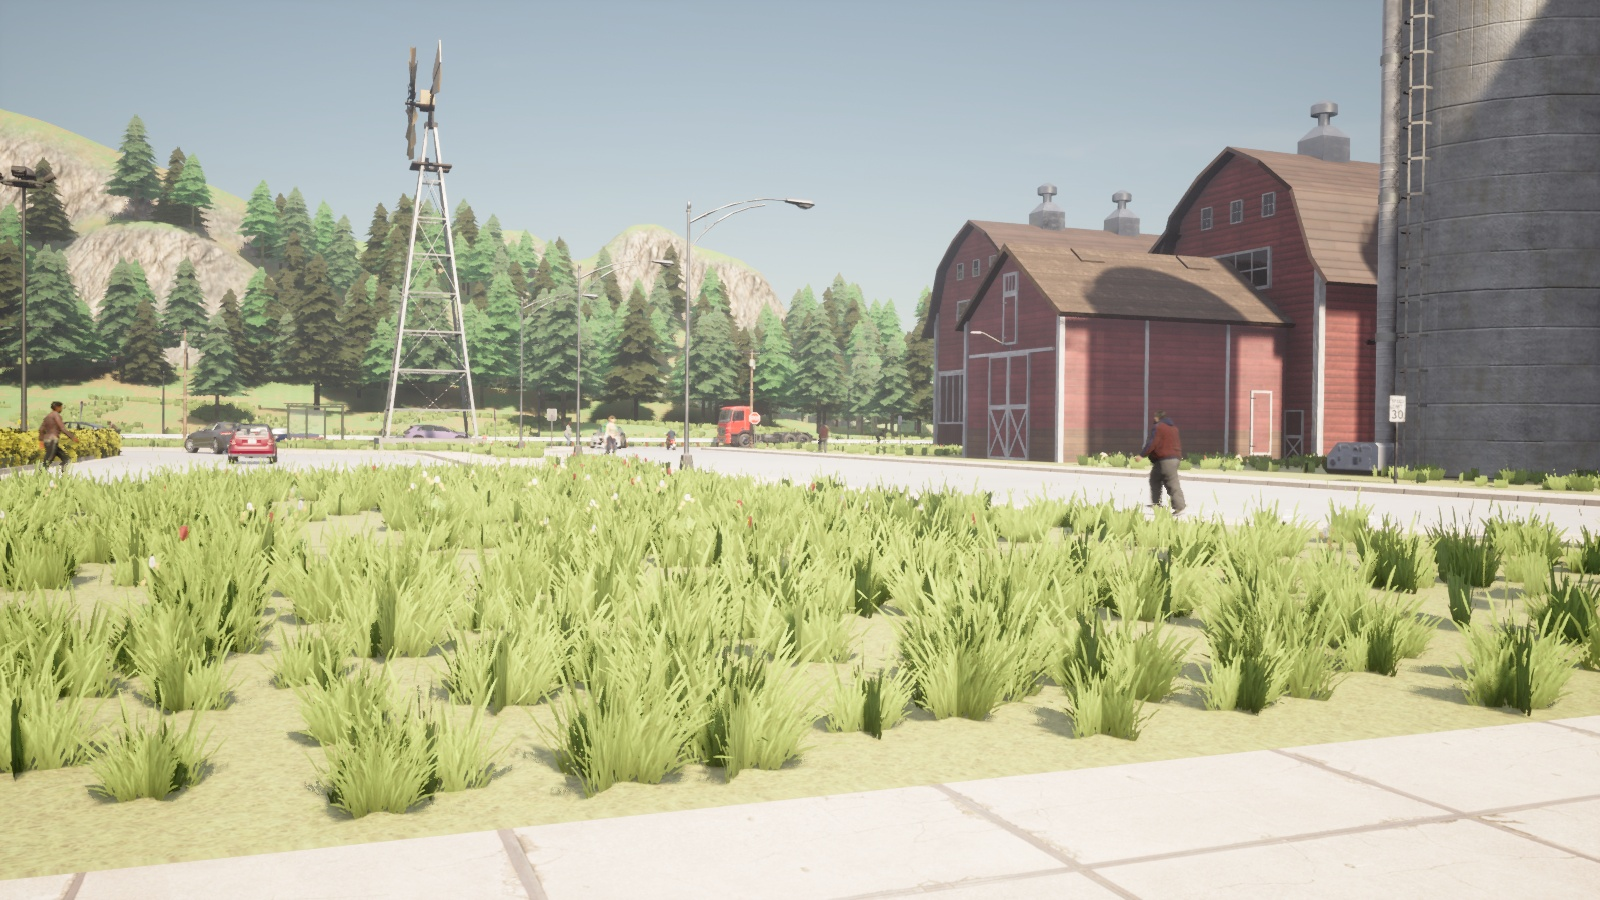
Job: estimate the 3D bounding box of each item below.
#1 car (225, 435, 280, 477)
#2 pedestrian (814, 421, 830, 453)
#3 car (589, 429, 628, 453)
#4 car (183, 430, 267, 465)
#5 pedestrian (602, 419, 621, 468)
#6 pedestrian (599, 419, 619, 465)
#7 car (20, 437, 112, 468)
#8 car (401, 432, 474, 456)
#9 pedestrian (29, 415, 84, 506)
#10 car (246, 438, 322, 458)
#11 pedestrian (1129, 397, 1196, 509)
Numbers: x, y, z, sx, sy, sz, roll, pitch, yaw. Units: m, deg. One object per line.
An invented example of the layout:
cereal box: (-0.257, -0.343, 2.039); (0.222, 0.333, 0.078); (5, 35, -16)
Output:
car: (-21.310, 0.210, 48.972); (1.789, 1.549, 3.705); (-1, 1, -21)
pedestrian: (1.333, -0.780, 74.922); (0.634, 1.844, 0.899); (-1, 1, -22)
car: (-13.921, -0.694, 91.401); (2.242, 1.667, 4.611); (-1, 1, -2)
car: (-29.259, -0.145, 63.789); (5.027, 1.651, 2.152); (0, 1, 44)
pedestrian: (-7.104, -0.240, 47.325); (0.594, 1.836, 0.345); (0, 1, 41)
pedestrian: (-8.353, -0.348, 54.789); (0.659, 1.952, 0.873); (-1, 1, -22)
car: (-37.941, 0.129, 65.002); (3.705, 1.549, 1.789); (-1, 1, -10)
car: (-26.073, -0.458, 90.220); (4.856, 1.649, 2.033); (-1, 1, -21)
pedestrian: (-15.109, 0.201, 25.514); (0.328, 1.805, 0.869); (0, 1, 39)
car: (-35.537, -0.126, 86.605); (4.718, 1.301, 1.895); (-1, 1, -21)
pedestrian: (6.141, 0.041, 21.261); (0.899, 1.844, 0.634); (0, 1, 42)
